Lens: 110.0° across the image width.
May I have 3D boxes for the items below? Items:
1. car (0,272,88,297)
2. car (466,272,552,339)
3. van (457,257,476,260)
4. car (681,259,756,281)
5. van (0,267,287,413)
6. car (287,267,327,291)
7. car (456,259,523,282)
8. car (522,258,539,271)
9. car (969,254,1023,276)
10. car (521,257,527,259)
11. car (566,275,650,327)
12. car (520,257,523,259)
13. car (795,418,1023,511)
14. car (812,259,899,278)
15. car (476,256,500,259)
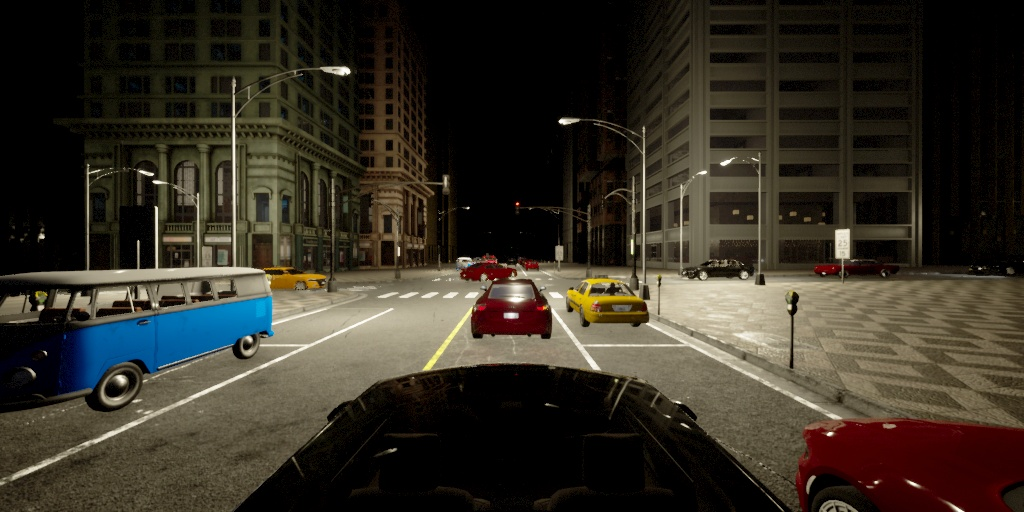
[{"bbox_3d":[-30.445,1.825,22.946,4.181,1.385,1.994,-1,0,0],"label":"car"},{"bbox_3d":[0.026,1.315,10.090,1.994,1.385,4.181,0,0,1],"label":"car"},{"bbox_3d":[-5.815,1.106,43.731,1.690,1.789,3.998,0,0,0],"label":"van"},{"bbox_3d":[14.889,0.975,26.018,4.892,1.490,1.837,-1,0,0],"label":"car"},{"bbox_3d":[-5.765,1.091,5.747,1.690,1.789,3.998,0,0,0],"label":"van"},{"bbox_3d":[-14.378,1.459,22.750,5.008,1.535,1.882,-1,0,3],"label":"car"},{"bbox_3d":[-1.724,1.232,27.725,1.882,1.535,5.008,0,1,45],"label":"car"},{"bbox_3d":[2.736,1.314,49.245,1.888,1.381,4.507,0,0,0],"label":"car"},{"bbox_3d":[36.302,0.622,25.945,4.892,1.490,1.837,-1,0,0],"label":"car"},{"bbox_3d":[2.729,1.319,54.771,1.888,1.381,4.507,0,0,0],"label":"car"},{"bbox_3d":[2.761,1.276,11.323,1.751,1.417,4.829,0,0,0],"label":"car"},{"bbox_3d":[2.723,1.325,60.296,1.888,1.381,4.507,0,0,0],"label":"car"},{"bbox_3d":[2.765,1.295,0.573,1.888,1.381,4.507,0,0,0],"label":"car"},{"bbox_3d":[24.809,0.905,25.988,4.718,1.301,1.895,-1,0,0],"label":"car"},{"bbox_3d":[-3.139,0.991,48.137,2.150,2.045,5.566,0,0,0],"label":"car"}]
